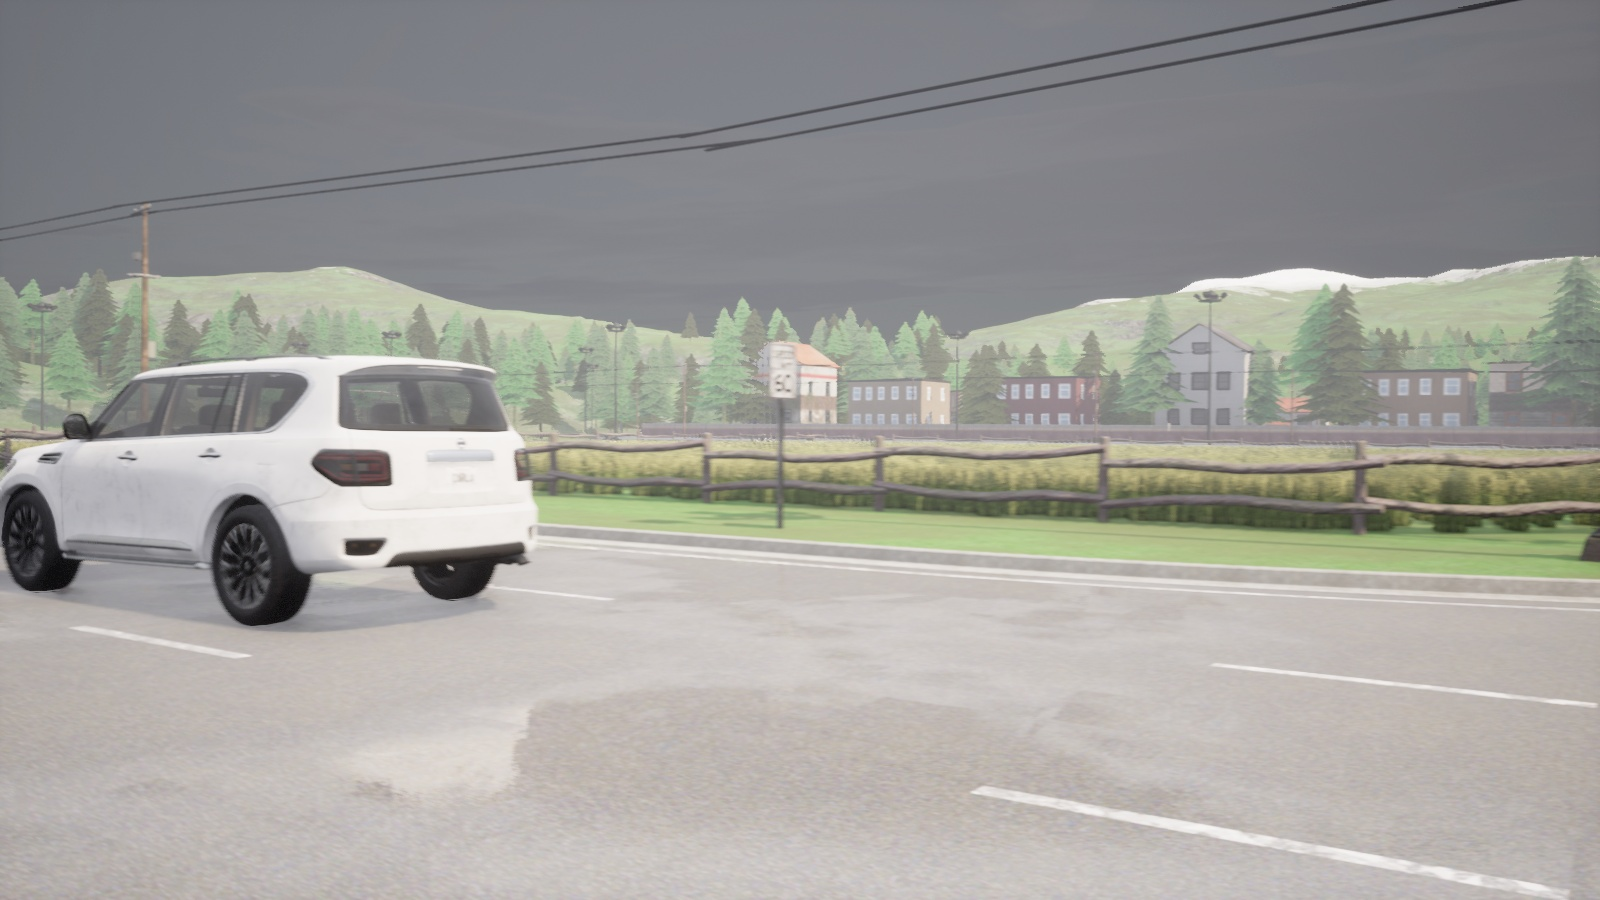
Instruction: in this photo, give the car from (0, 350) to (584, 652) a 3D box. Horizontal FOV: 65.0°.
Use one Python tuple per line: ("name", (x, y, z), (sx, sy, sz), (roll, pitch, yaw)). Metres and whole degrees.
("car", (-4.701, 0.345, 10.943), (5.566, 2.045, 2.150), (0, 1, 34))
